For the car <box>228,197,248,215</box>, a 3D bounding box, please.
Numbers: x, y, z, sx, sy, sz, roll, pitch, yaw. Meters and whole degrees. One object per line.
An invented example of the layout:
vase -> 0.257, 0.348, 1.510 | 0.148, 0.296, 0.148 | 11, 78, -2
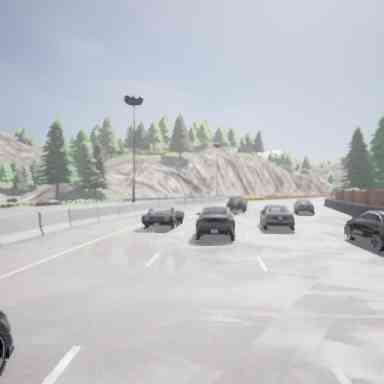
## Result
car -> 5.080, 1.302, 37.000 | 2.097, 1.767, 4.553 | 0, 0, 14

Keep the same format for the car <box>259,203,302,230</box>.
car -> 5.322, 1.525, 21.092 | 2.033, 1.411, 5.357 | 0, 0, 9

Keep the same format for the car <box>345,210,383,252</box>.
car -> 7.927, 1.487, 13.696 | 2.128, 1.511, 4.902 | 0, 0, 5

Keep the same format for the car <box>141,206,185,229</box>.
car -> -1.701, 1.561, 21.317 | 1.895, 1.301, 4.718 | 0, 0, 8

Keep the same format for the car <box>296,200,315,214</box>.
car -> 11.687, 1.516, 34.837 | 2.033, 1.411, 5.357 | 0, 0, 14

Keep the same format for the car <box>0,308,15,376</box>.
car -> -3.267, 1.552, 2.511 | 1.994, 1.385, 4.181 | 0, 0, 1

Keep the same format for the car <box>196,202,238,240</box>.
car -> 1.272, 1.479, 16.998 | 1.837, 1.490, 4.892 | 0, 0, 7
